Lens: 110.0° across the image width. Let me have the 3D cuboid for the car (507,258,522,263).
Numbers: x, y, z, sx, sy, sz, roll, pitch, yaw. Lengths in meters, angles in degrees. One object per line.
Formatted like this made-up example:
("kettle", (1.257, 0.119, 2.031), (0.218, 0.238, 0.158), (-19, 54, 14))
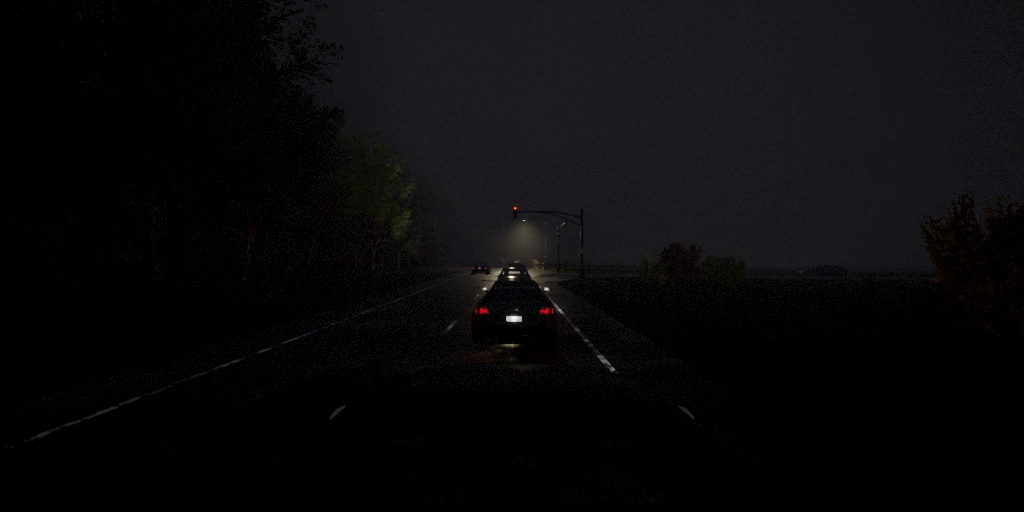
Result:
("car", (0.581, 1.319, 52.485), (1.994, 1.385, 4.181), (0, 0, -13))

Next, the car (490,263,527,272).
("car", (0.121, 1.301, 18.879), (2.033, 1.411, 5.357), (0, 0, 0))

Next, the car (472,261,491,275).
("car", (-3.355, 1.304, 39.720), (2.033, 1.411, 5.357), (0, 0, 0))

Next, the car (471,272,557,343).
("car", (0.093, 1.316, 9.674), (1.994, 1.385, 4.181), (0, 0, 1))

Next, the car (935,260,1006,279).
("car", (48.592, 1.499, 38.058), (5.566, 2.045, 2.150), (1, -1, 0))

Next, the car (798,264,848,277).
("car", (36.072, 1.692, 41.718), (4.902, 1.511, 2.128), (1, -1, 0))

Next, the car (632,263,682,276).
("car", (16.985, 1.540, 41.876), (5.357, 1.411, 2.033), (1, -1, 2))
